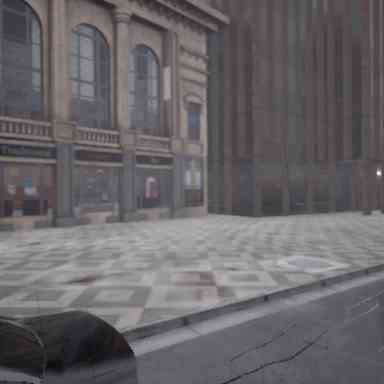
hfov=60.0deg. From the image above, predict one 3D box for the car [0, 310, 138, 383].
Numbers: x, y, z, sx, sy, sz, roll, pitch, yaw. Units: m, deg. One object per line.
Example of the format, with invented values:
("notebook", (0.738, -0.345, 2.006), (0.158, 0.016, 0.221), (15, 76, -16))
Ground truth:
("car", (-2.620, 1.479, 1.385), (5.008, 1.535, 1.882), (0, 0, -36))
